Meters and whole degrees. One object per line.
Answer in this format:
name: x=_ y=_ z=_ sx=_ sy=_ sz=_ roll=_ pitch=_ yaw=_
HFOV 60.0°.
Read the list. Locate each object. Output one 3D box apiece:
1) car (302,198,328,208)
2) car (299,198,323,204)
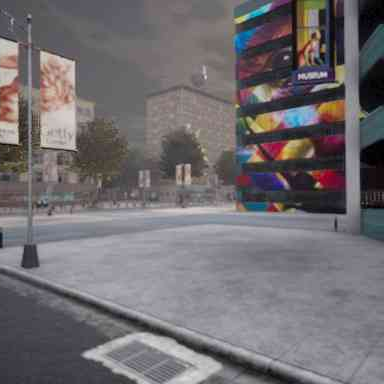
car: x=18.818 y=1.674 z=50.960 sx=2.161 sy=1.482 sz=4.786 roll=-1 pitch=-1 yaw=41
car: x=13.890 y=1.524 z=39.067 sx=2.002 sy=1.452 sz=4.674 roll=-1 pitch=-1 yaw=41
